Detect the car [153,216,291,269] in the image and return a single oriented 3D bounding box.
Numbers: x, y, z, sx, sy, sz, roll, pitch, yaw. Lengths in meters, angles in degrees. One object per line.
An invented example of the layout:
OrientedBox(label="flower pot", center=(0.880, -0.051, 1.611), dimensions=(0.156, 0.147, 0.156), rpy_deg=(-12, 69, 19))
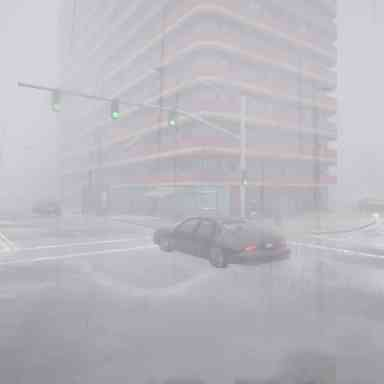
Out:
OrientedBox(label="car", center=(0.673, 1.501, 11.130), dimensions=(2.033, 1.411, 5.357), rpy_deg=(0, 0, -35))

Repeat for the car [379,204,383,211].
OrientedBox(label="car", center=(12.226, 1.473, 18.451), dimensions=(2.033, 1.411, 5.357), rpy_deg=(0, 0, 40))

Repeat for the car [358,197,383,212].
OrientedBox(label="car", center=(20.242, 1.373, 37.044), dimensions=(1.882, 1.535, 5.008), rpy_deg=(0, 0, 6))

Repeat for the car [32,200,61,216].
OrientedBox(label="car", center=(-14.353, 1.517, 32.746), dimensions=(1.994, 1.385, 4.181), rpy_deg=(0, 0, -35))
